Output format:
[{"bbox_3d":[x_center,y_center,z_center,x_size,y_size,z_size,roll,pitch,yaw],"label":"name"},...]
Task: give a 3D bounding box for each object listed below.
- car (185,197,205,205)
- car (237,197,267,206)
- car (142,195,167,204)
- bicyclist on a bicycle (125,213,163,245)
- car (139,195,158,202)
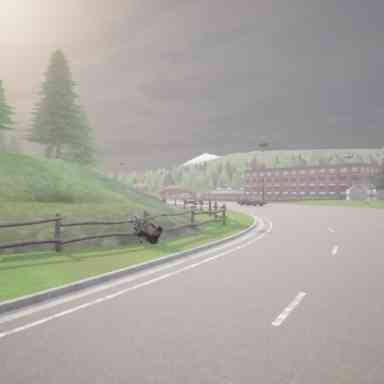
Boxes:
[{"bbox_3d":[0.391,1.564,60.120,1.994,1.385,4.181,0,0,-38],"label":"car"},{"bbox_3d":[9.609,1.547,53.386,2.033,1.411,5.357,0,0,-33],"label":"car"},{"bbox_3d":[-6.953,1.601,63.754,1.895,1.301,4.718,0,0,-40],"label":"car"},{"bbox_3d":[-1.766,1.526,12.764,1.620,1.656,0.582,-3,25,31],"label":"bicyclist on a bicycle"},{"bbox_3d":[-10.298,1.478,78.555,1.882,1.535,5.008,0,0,-40],"label":"car"}]
